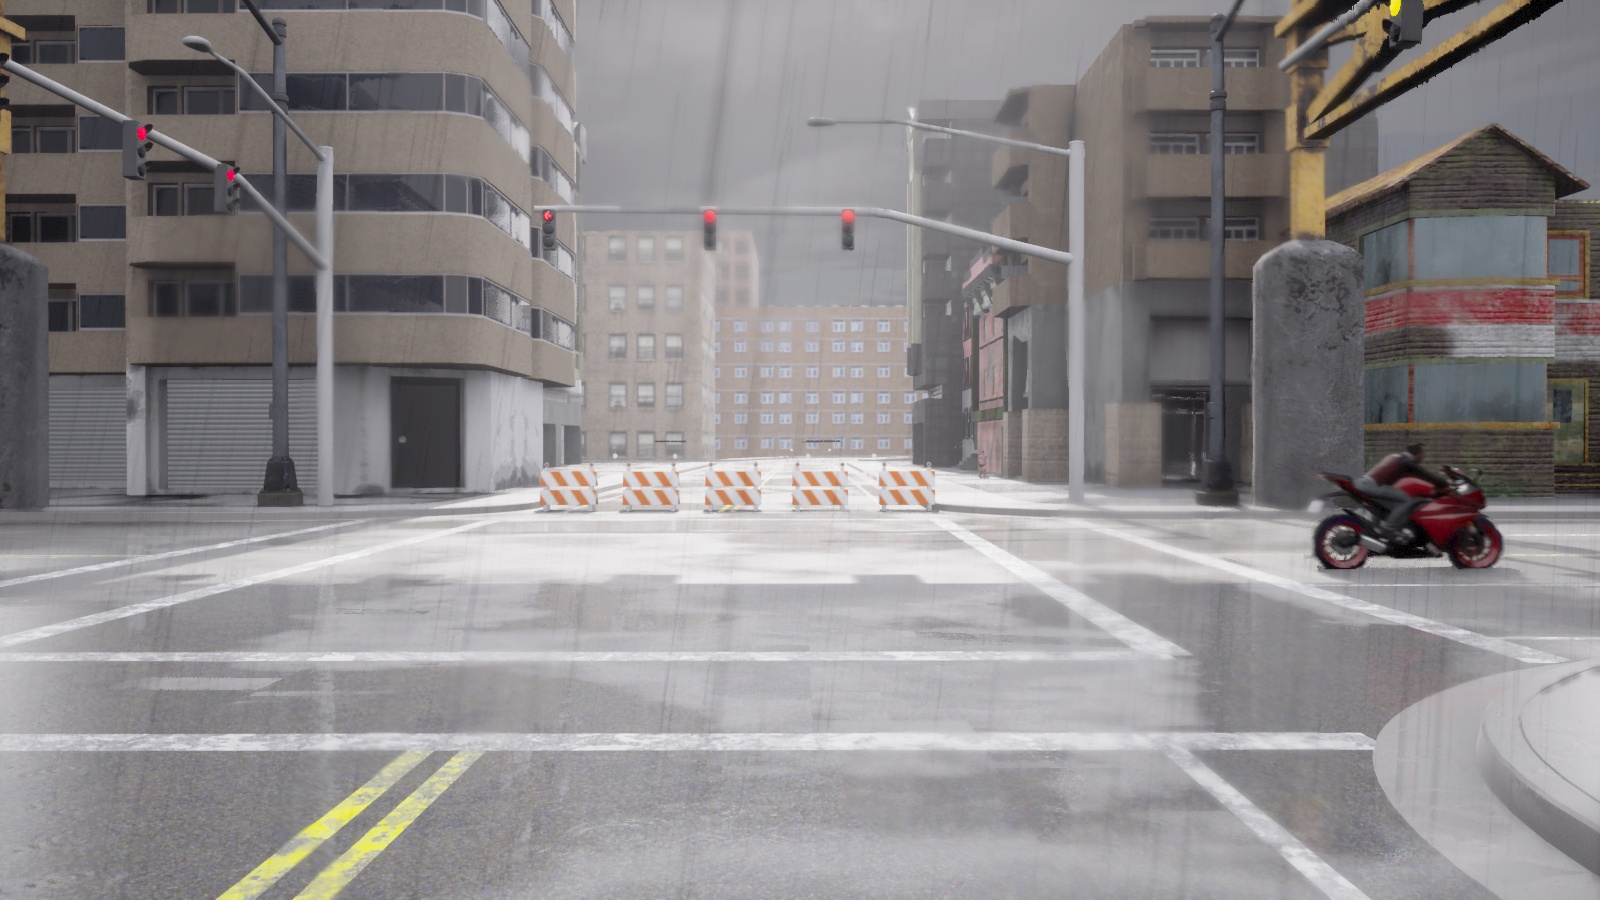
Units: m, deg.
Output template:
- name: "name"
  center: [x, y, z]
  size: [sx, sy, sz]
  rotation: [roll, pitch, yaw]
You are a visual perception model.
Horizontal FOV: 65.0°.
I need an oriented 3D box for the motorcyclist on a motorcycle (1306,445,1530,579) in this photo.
- name: "motorcyclist on a motorcycle"
  center: [7.210, 0.704, 14.735]
  size: [2.191, 1.530, 0.866]
  rotation: [0, 0, 0]
